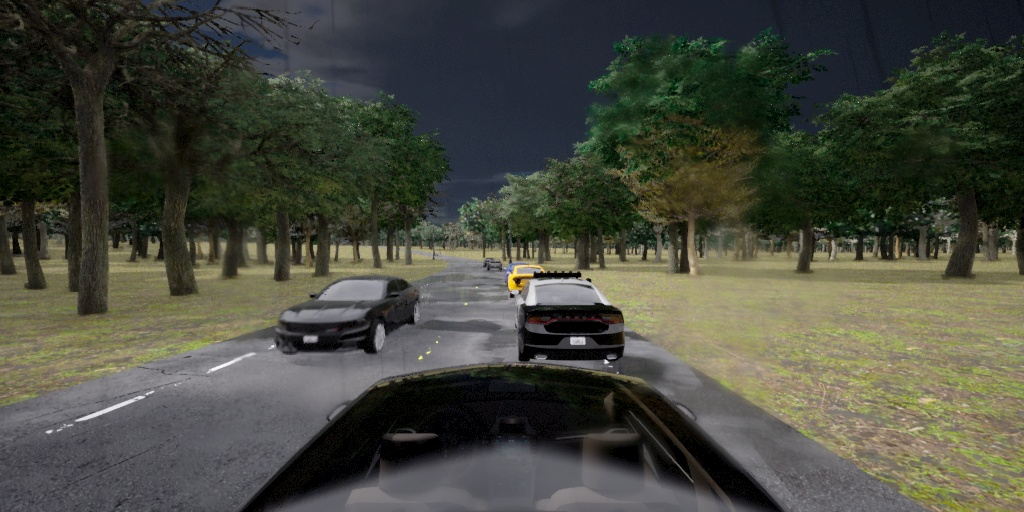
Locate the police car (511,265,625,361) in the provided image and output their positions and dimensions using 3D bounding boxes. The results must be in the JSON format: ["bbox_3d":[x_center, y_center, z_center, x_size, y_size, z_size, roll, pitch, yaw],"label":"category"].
[{"bbox_3d":[1.032,1.169,8.382,1.930,1.638,5.238,0,0,-1],"label":"police car"}]

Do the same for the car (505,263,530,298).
[{"bbox_3d":[0.776,1.203,18.338,1.882,1.535,5.008,0,0,-2],"label":"car"}]

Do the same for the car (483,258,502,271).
[{"bbox_3d":[-2.351,1.117,47.493,2.128,1.511,4.902,0,0,-6],"label":"car"}]

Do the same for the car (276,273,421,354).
[{"bbox_3d":[-3.669,1.222,8.954,1.882,1.535,5.008,0,0,-1],"label":"car"}]
